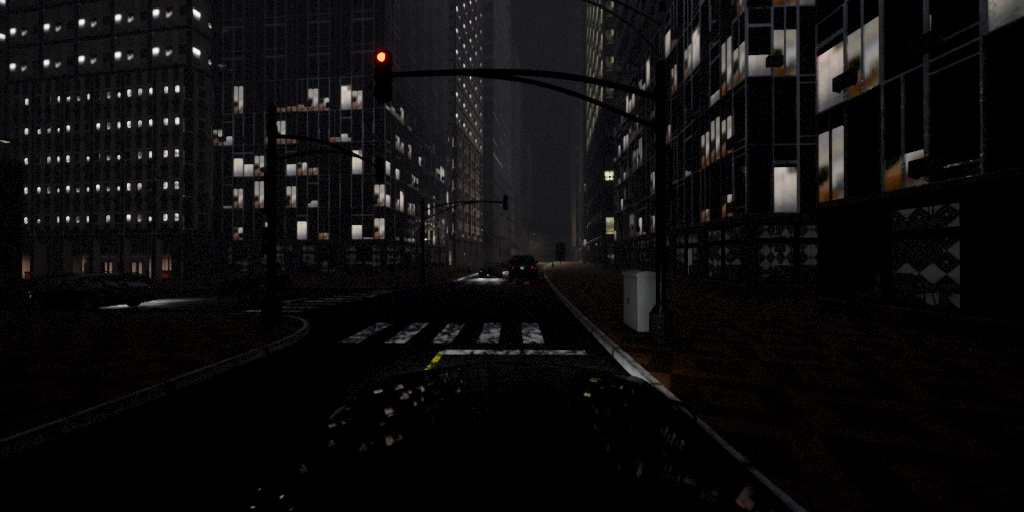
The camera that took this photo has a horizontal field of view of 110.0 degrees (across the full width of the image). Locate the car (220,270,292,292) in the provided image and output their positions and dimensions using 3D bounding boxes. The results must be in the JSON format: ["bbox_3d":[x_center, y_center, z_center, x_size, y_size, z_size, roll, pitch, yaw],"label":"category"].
[{"bbox_3d":[-16.819,1.608,23.605,4.403,1.370,2.007,0,0,9],"label":"car"}]

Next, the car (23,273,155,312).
[{"bbox_3d":[-18.130,1.566,15.327,4.403,1.370,2.007,0,0,9],"label":"car"}]

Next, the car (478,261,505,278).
[{"bbox_3d":[-1.946,1.279,34.256,2.033,1.411,5.357,0,0,4],"label":"car"}]

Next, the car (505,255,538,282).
[{"bbox_3d":[0.901,0.958,28.495,2.150,2.045,5.566,0,0,3],"label":"car"}]

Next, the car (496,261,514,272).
[{"bbox_3d":[-0.839,1.314,47.854,1.895,1.301,4.718,0,0,6],"label":"car"}]
